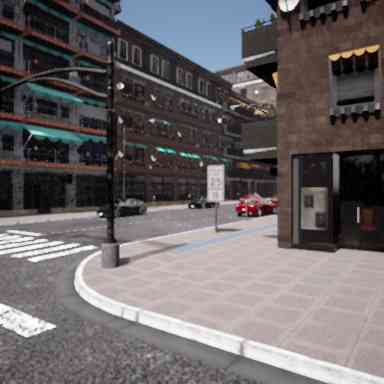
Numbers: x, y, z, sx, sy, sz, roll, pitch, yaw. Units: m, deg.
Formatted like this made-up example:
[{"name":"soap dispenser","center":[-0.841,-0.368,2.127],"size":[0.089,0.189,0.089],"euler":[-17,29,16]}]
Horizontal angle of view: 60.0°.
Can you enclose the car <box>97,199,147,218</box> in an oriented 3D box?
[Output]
[{"name":"car","center":[-5.322,1.201,25.770],"size":[1.947,1.339,4.313],"euler":[1,2,35]}]

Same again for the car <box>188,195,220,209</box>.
[{"name":"car","center":[1.304,1.019,34.955],"size":[1.947,1.339,4.313],"euler":[1,2,35]}]

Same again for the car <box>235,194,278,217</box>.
[{"name":"car","center":[4.933,1.083,25.422],"size":[1.887,1.381,4.507],"euler":[1,2,35]}]
